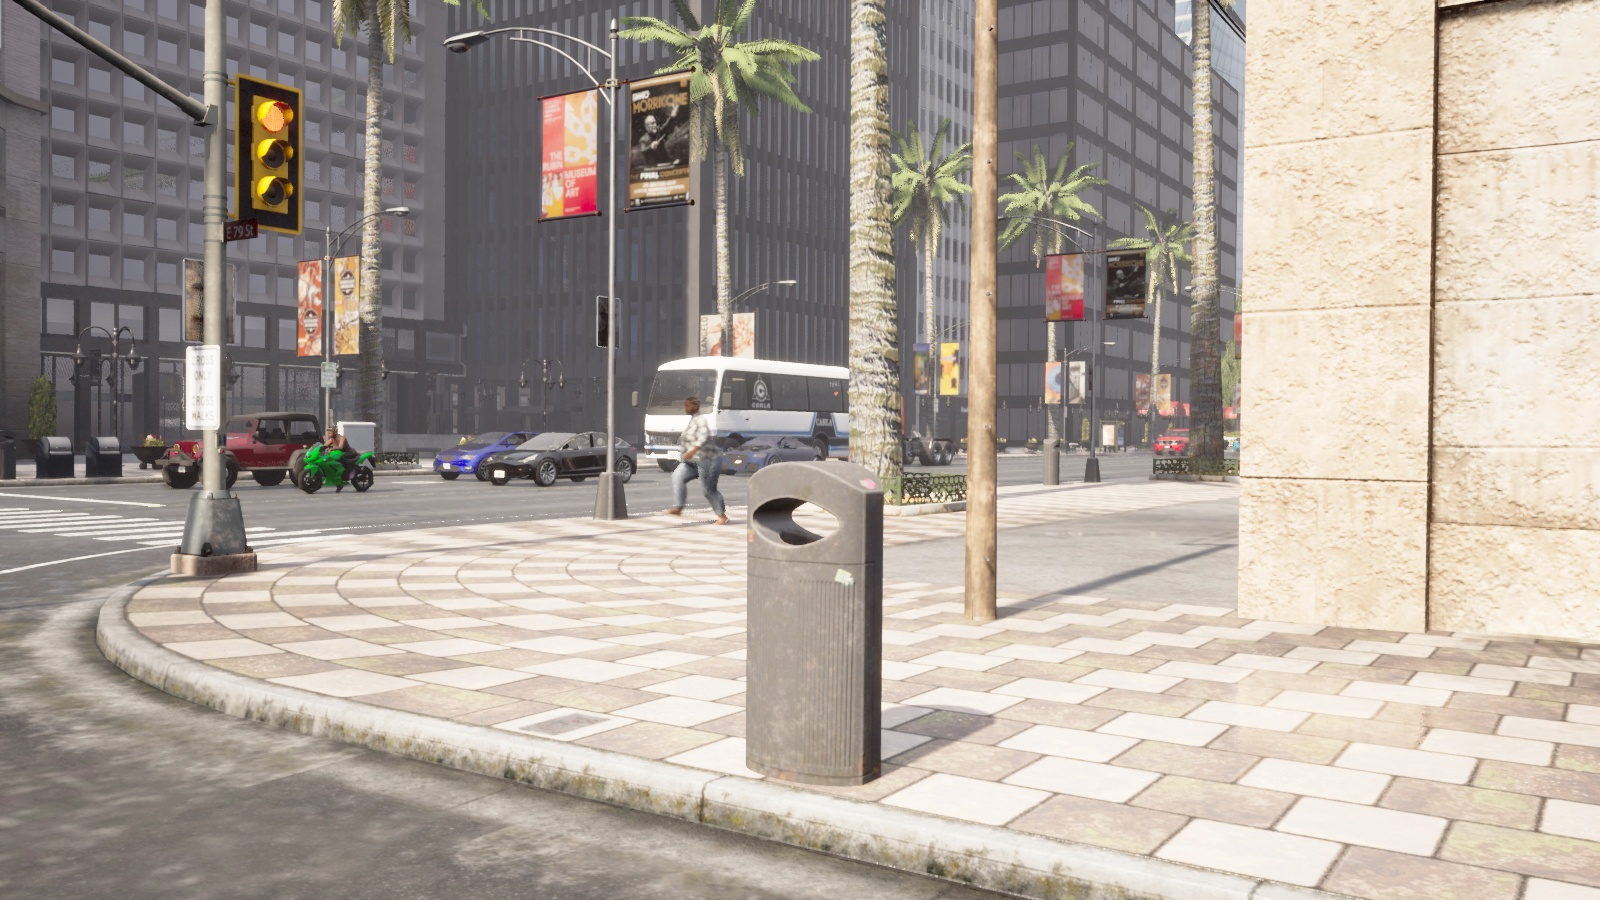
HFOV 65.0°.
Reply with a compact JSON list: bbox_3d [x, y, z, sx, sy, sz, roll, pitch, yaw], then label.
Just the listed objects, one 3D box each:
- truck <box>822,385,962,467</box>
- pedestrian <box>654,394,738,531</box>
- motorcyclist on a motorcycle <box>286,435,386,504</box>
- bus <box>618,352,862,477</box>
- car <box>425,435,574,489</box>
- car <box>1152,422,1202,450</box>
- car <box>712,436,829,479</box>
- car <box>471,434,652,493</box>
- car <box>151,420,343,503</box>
[{"bbox_3d":[4.364,-1.074,57.412,2.891,3.462,7.936,0,1,33],"label":"truck"},{"bbox_3d":[-1.475,0.160,17.681,0.900,1.855,0.874,-1,1,-27],"label":"pedestrian"},{"bbox_3d":[-10.567,0.418,28.681,0.797,1.523,2.044,0,1,34],"label":"motorcyclist on a motorcycle"},{"bbox_3d":[-1.975,-1.281,47.871,3.944,4.253,10.273,0,1,34],"label":"bus"},{"bbox_3d":[-8.902,0.314,37.493,1.816,1.474,4.193,0,1,34],"label":"car"},{"bbox_3d":[28.333,-1.093,94.246,2.150,2.045,5.566,0,1,33],"label":"car"},{"bbox_3d":[-0.953,0.215,43.117,1.994,1.385,4.181,0,1,33],"label":"car"},{"bbox_3d":[-6.506,0.315,34.783,2.163,1.488,4.792,0,1,33],"label":"car"},{"bbox_3d":[-13.428,0.230,30.680,1.905,1.878,3.866,0,1,34],"label":"car"}]
